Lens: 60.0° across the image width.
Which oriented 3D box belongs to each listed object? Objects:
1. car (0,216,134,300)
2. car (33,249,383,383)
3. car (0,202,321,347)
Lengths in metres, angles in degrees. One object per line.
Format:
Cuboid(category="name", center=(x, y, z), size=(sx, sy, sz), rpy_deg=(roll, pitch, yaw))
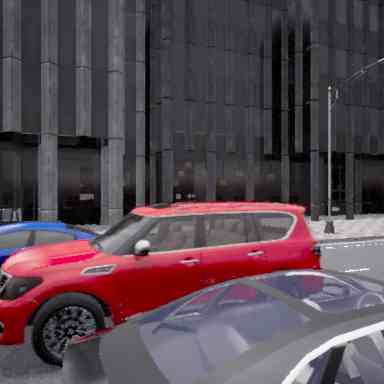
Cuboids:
Cuboid(category="car", center=(-4.052, 1.478, 7.874), size=(5.008, 1.535, 1.882), rpy_deg=(0, 0, -22))
Cuboid(category="car", center=(1.393, 1.490, 2.843), size=(4.902, 1.511, 2.128), rpy_deg=(0, 0, -22))
Cuboid(category="car", center=(-0.323, 1.221, 5.871), size=(5.566, 2.045, 2.150), rpy_deg=(0, 0, -22))
